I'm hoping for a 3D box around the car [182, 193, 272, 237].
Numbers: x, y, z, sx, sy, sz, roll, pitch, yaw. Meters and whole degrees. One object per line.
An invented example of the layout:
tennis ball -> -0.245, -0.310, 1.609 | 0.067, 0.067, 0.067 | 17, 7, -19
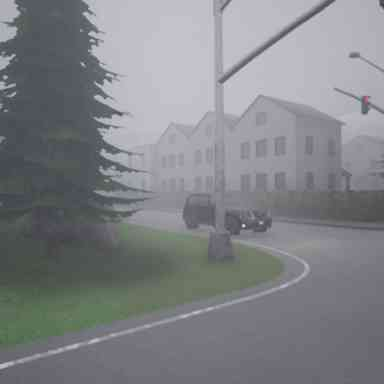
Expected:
car -> 1.647, 1.077, 17.775 | 2.150, 2.045, 5.566 | -1, 1, -35
